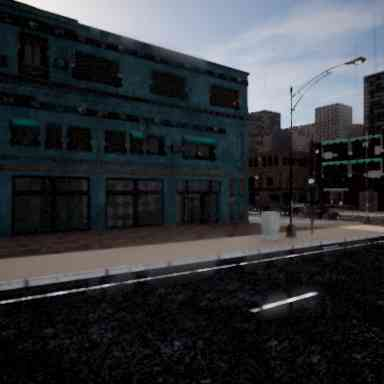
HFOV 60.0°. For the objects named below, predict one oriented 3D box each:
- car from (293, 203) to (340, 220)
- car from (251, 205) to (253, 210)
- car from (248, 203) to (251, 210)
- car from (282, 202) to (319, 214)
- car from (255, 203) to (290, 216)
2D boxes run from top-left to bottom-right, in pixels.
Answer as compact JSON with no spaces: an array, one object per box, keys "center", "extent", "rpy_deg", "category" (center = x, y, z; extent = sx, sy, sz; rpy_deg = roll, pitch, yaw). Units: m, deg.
[{"center":[12.435,2.085,33.046],"extent":[1.947,1.339,4.313],"rpy_deg":[-1,0,-36],"category":"car"},{"center":[11.273,2.254,49.279],"extent":[1.802,1.307,4.206],"rpy_deg":[-1,0,-36],"category":"car"},{"center":[8.053,2.316,53.780],"extent":[1.802,1.307,4.206],"rpy_deg":[-1,0,-36],"category":"car"},{"center":[14.494,2.159,44.778],"extent":[2.008,1.369,4.403],"rpy_deg":[-1,0,-36],"category":"car"},{"center":[10.275,2.081,40.741],"extent":[1.882,1.535,5.008],"rpy_deg":[0,-1,-36],"category":"car"}]
